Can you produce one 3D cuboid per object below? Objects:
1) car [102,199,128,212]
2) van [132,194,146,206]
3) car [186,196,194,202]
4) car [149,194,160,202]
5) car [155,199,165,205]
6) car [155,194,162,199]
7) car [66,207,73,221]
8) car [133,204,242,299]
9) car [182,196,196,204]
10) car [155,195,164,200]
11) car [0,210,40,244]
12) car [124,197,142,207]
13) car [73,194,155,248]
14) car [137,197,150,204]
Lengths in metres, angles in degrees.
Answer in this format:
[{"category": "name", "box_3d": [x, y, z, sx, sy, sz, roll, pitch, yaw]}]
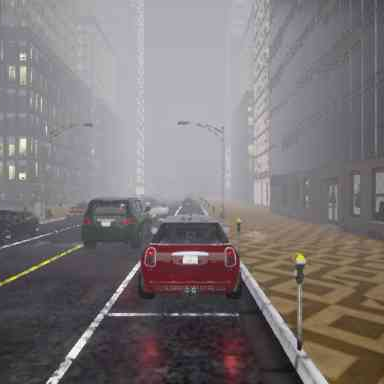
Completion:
[{"category": "car", "box_3d": [-8.833, 1.536, 38.569, 2.008, 1.369, 4.403, 0, 0, 0]}, {"category": "van", "box_3d": [-8.831, 1.314, 55.646, 1.690, 1.788, 3.998, 0, 0, 0]}, {"category": "car", "box_3d": [-0.452, 1.532, 78.399, 1.802, 1.307, 4.206, 0, 0, 0]}, {"category": "car", "box_3d": [-8.832, 1.390, 78.413, 1.967, 1.590, 4.097, 0, 0, 0]}, {"category": "car", "box_3d": [-3.145, 1.608, 29.842, 1.895, 1.301, 4.718, 0, 0, 0]}, {"category": "car", "box_3d": [-6.146, 1.500, 48.812, 2.128, 1.511, 4.902, 0, 0, 0]}, {"category": "car", "box_3d": [-8.832, 1.574, 27.183, 1.802, 1.307, 4.206, 0, 0, 0]}, {"category": "car", "box_3d": [-0.032, 1.351, 8.619, 2.097, 1.767, 4.553, 0, 0, 0]}, {"category": "car", "box_3d": [-0.452, 1.548, 44.248, 1.947, 1.339, 4.313, 0, 0, 0]}, {"category": "car", "box_3d": [-8.832, 1.503, 89.799, 1.947, 1.339, 4.313, 0, 0, 0]}, {"category": "car", "box_3d": [-8.833, 1.563, 15.800, 1.947, 1.339, 4.313, 0, 0, 0]}, {"category": "car", "box_3d": [-8.832, 1.522, 49.953, 1.887, 1.381, 4.507, 0, 0, 0]}, {"category": "car", "box_3d": [-3.145, 1.256, 14.842, 2.150, 2.045, 5.566, 0, 0, 0]}, {"category": "car", "box_3d": [-8.832, 1.550, 61.338, 1.802, 1.307, 4.206, 0, 0, 0]}]
